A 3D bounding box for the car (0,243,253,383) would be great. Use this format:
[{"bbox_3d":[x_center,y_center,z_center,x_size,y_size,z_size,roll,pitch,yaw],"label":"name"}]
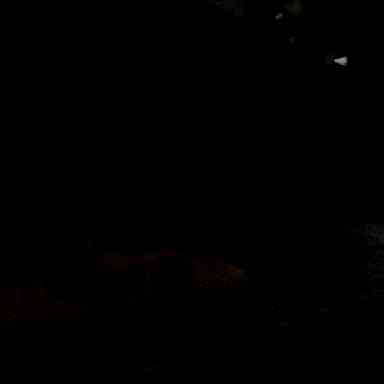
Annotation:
[{"bbox_3d":[-1.158,1.539,5.246,4.829,1.417,1.752,0,1,-35],"label":"car"}]
